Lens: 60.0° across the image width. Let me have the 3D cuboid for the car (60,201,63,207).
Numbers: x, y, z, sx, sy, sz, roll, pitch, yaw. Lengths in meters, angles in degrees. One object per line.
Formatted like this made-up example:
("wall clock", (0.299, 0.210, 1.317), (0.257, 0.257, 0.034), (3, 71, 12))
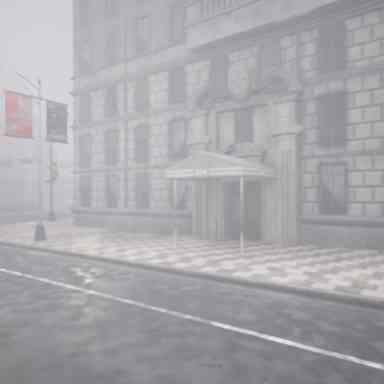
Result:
("car", (-18.017, 1.591, 52.815), (2.150, 2.045, 5.566), (-1, 0, 36))

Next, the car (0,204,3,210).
("car", (-23.931, 1.917, 44.541), (2.033, 1.411, 5.357), (-1, 0, 36))

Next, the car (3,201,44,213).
("car", (-21.128, 1.905, 42.442), (1.994, 1.385, 4.181), (-1, 0, 35))

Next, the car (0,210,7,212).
("car", (-7.312, 1.442, 9.089), (4.553, 1.767, 2.097), (-1, 0, 35))

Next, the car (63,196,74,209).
("car", (-16.020, 1.819, 49.593), (1.882, 1.535, 5.008), (-1, 0, 36))
